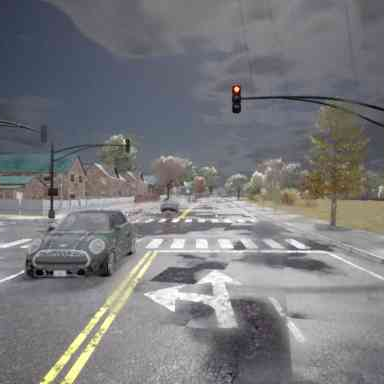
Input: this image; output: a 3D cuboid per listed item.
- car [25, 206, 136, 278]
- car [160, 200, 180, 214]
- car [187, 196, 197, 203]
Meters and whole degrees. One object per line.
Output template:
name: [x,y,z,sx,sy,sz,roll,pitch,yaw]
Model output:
car: [-3.127,1.358,10.213,2.097,1.767,4.553,0,0,1]
car: [-2.311,1.595,36.503,2.033,1.411,5.357,0,0,3]
car: [0.058,1.656,72.684,2.128,1.511,4.902,0,0,5]
